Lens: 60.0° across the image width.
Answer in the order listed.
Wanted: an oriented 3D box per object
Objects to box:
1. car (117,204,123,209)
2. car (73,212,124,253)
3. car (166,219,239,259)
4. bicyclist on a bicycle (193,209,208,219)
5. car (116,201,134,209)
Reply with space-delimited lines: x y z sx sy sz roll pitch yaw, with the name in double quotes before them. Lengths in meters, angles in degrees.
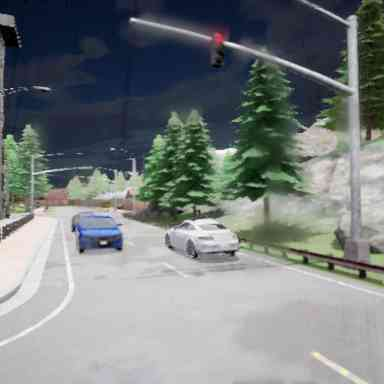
"car" -14.787 3.100 77.316 4.605 1.855 1.932 0 -1 -22
"car" -4.589 1.916 16.236 1.882 1.535 5.008 0 -1 -21
"car" 0.312 1.867 14.142 1.812 1.442 4.674 0 -1 -22
"bicyclist on a bicycle" 0.624 1.984 22.444 1.656 1.620 0.582 0 -1 -21
"car" -16.076 3.166 79.508 3.866 1.878 1.905 0 -1 -22
